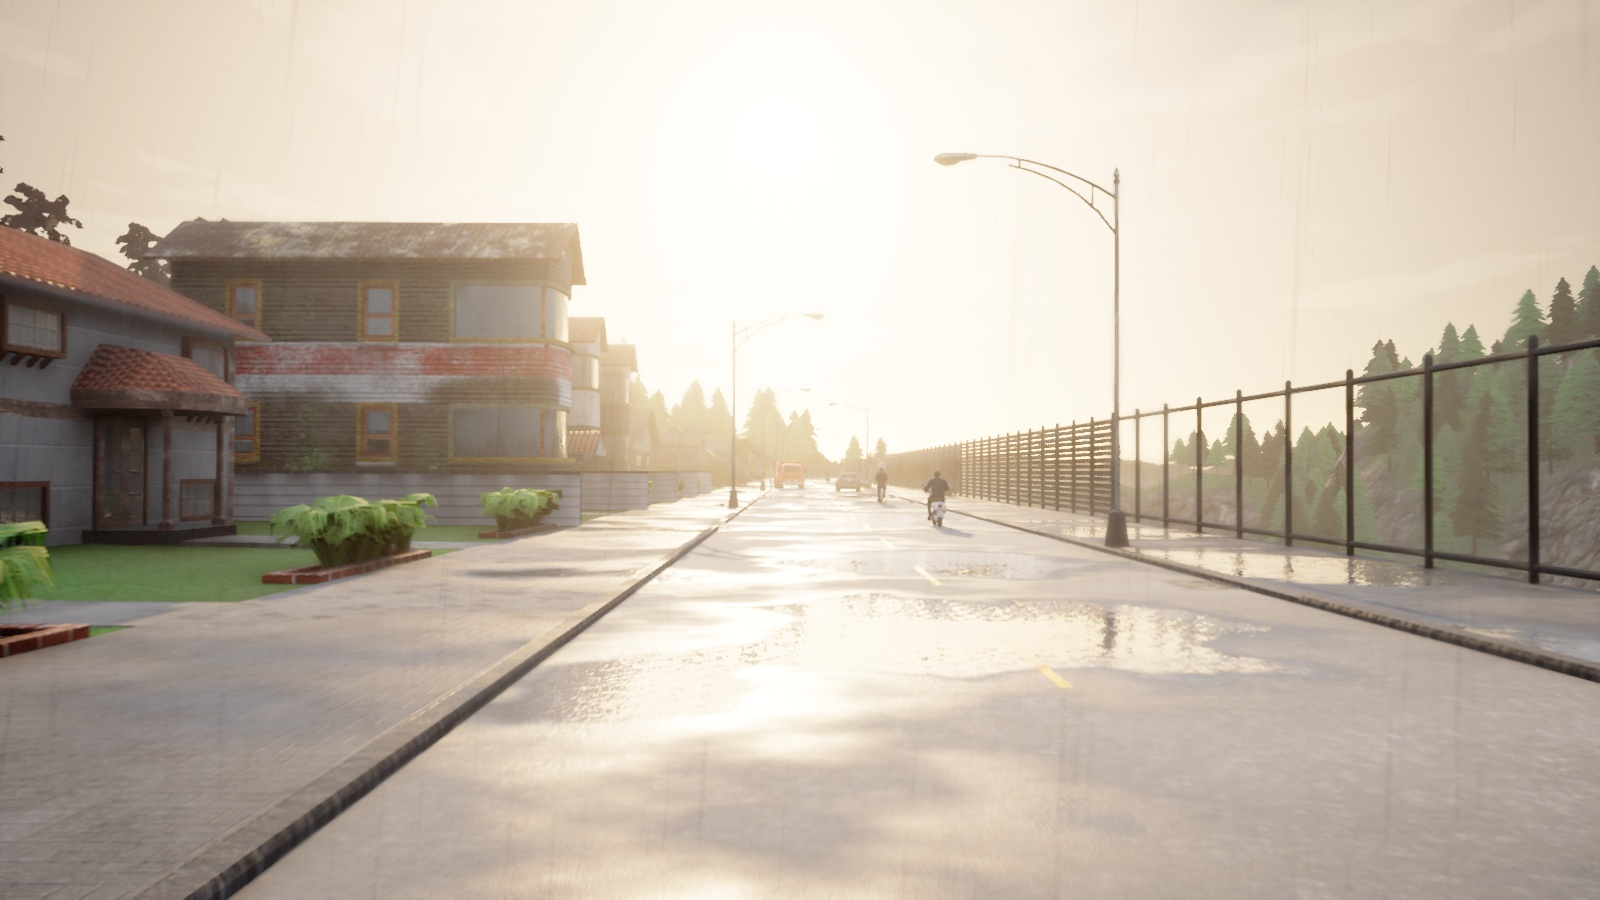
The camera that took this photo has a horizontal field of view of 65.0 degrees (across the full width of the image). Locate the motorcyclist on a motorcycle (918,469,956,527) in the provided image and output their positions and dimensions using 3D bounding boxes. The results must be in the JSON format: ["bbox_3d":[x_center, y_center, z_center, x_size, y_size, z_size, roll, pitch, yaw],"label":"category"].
[{"bbox_3d":[3.913,1.354,35.940,0.866,1.590,1.817,0,-1,0],"label":"motorcyclist on a motorcycle"}]

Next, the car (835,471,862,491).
[{"bbox_3d":[3.760,2.406,98.031,1.970,1.475,3.806,0,-1,0],"label":"car"}]
